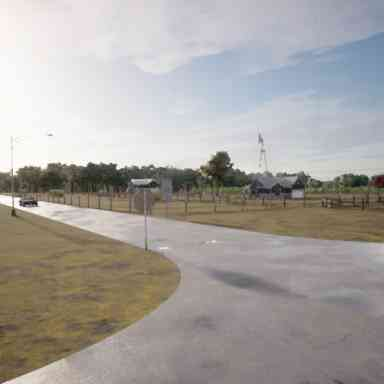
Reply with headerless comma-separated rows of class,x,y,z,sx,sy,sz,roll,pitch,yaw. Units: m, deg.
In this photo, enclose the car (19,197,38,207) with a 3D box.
car,-23.027,1.365,46.776,1.895,1.301,4.718,-2,1,-35
